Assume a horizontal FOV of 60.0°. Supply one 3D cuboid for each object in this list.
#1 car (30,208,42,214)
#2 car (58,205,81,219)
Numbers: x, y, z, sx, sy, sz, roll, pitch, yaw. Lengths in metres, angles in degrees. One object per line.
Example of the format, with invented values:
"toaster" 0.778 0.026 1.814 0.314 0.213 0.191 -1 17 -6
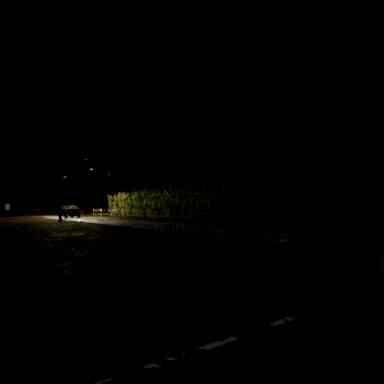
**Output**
"car" -39.370 4.751 84.049 2.097 1.767 4.553 1 -3 -35
"car" -18.528 2.948 50.111 2.150 2.045 5.566 1 -3 -35
